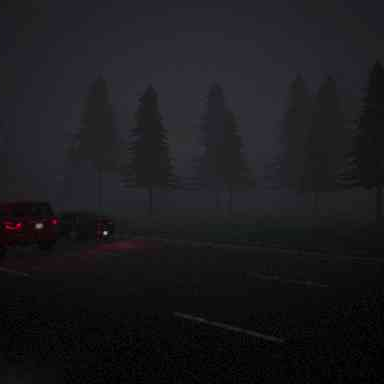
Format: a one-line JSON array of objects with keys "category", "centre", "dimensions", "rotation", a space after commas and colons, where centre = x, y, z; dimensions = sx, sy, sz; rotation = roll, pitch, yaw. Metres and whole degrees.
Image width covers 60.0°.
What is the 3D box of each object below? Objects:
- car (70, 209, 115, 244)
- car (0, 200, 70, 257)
[{"category": "car", "centre": [-5.955, 1.642, 16.721], "dimensions": [4.892, 1.490, 1.837], "rotation": [0, 0, 36]}, {"category": "car", "centre": [-7.765, 1.349, 13.709], "dimensions": [5.566, 2.045, 2.150], "rotation": [0, 0, 36]}]
